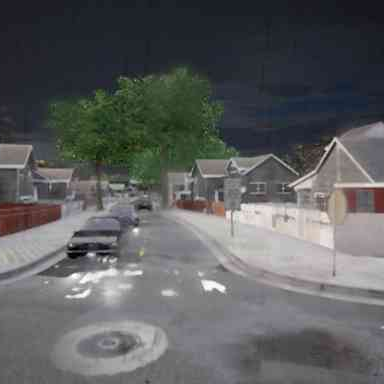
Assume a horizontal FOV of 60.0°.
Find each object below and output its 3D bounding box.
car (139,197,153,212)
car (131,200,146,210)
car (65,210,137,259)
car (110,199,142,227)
[{"bbox_3d":[-6.682,1.724,46.149,2.150,2.045,5.566,0,-1,-14],"label":"car"},{"bbox_3d":[-9.082,2.108,56.218,2.128,1.511,4.902,0,-1,-12],"label":"car"},{"bbox_3d":[-3.575,1.707,13.579,2.033,1.411,5.357,0,-1,-6],"label":"car"},{"bbox_3d":[-5.017,1.638,24.892,2.097,1.767,4.553,0,0,-9],"label":"car"}]
